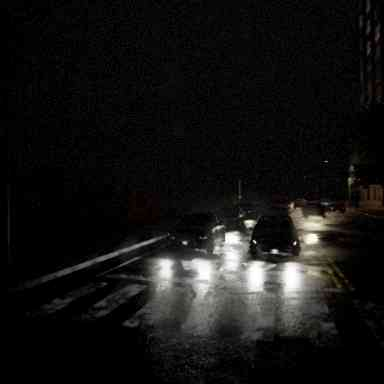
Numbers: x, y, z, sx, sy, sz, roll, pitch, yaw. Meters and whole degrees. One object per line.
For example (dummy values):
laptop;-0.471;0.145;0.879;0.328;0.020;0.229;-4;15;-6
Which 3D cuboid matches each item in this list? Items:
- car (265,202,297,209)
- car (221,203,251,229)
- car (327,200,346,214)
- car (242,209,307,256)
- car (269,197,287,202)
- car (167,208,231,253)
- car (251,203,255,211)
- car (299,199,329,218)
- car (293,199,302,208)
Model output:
car;6.025;1.727;23.474;2.128;1.511;4.902;0;-1;15
car;2.756;1.749;23.821;2.128;1.511;4.902;0;-1;15
car;17.387;1.972;40.597;1.895;1.301;4.718;0;-1;15
car;3.537;1.687;14.076;2.033;1.411;5.357;0;-1;15
car;8.637;1.557;33.306;2.150;2.045;5.566;0;-1;15
car;0.355;1.670;14.755;1.837;1.490;4.892;0;-1;15
car;5.329;1.834;33.493;1.882;1.535;5.008;0;-1;15
car;12.390;1.801;34.039;1.882;1.535;5.008;0;-1;15
car;17.886;1.889;54.860;2.097;1.767;4.553;-1;0;16
